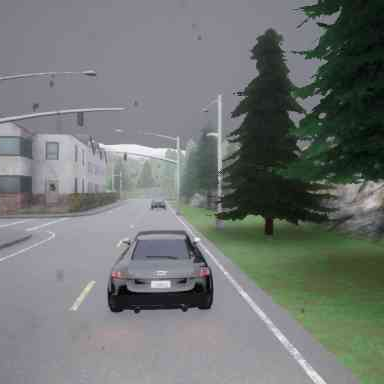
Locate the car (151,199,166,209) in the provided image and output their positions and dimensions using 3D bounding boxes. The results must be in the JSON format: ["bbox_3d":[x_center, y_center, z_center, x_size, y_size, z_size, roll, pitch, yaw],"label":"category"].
[{"bbox_3d":[-4.450,1.601,43.927,1.895,1.301,4.718,0,0,-6],"label":"car"}]

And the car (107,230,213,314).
[{"bbox_3d":[-0.697,1.564,7.750,1.994,1.385,4.181,0,0,-5],"label":"car"}]
